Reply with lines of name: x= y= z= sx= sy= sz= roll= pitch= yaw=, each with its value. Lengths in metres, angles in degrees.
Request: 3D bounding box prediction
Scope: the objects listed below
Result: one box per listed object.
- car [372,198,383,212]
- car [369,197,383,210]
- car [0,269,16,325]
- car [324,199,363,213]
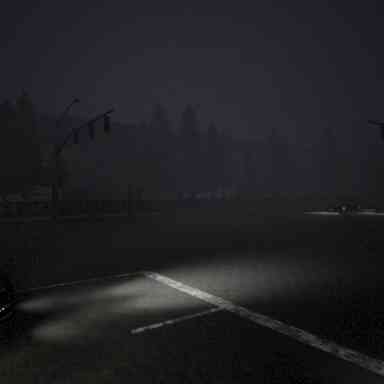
car: x=22.311 y=1.526 z=37.106 sx=4.674 sy=1.442 sz=1.812 roll=0 pitch=0 yaw=-36
car: x=25.537 y=1.478 z=43.710 sx=5.008 sy=1.535 sz=1.882 roll=0 pitch=0 yaw=-35
car: x=-5.114 y=1.492 z=4.421 sx=4.902 sy=1.511 sz=2.128 roll=0 pitch=0 yaw=-35
car: x=17.381 y=1.547 z=37.887 sx=5.357 sy=1.411 sz=2.033 roll=0 pitch=0 yaw=-36
